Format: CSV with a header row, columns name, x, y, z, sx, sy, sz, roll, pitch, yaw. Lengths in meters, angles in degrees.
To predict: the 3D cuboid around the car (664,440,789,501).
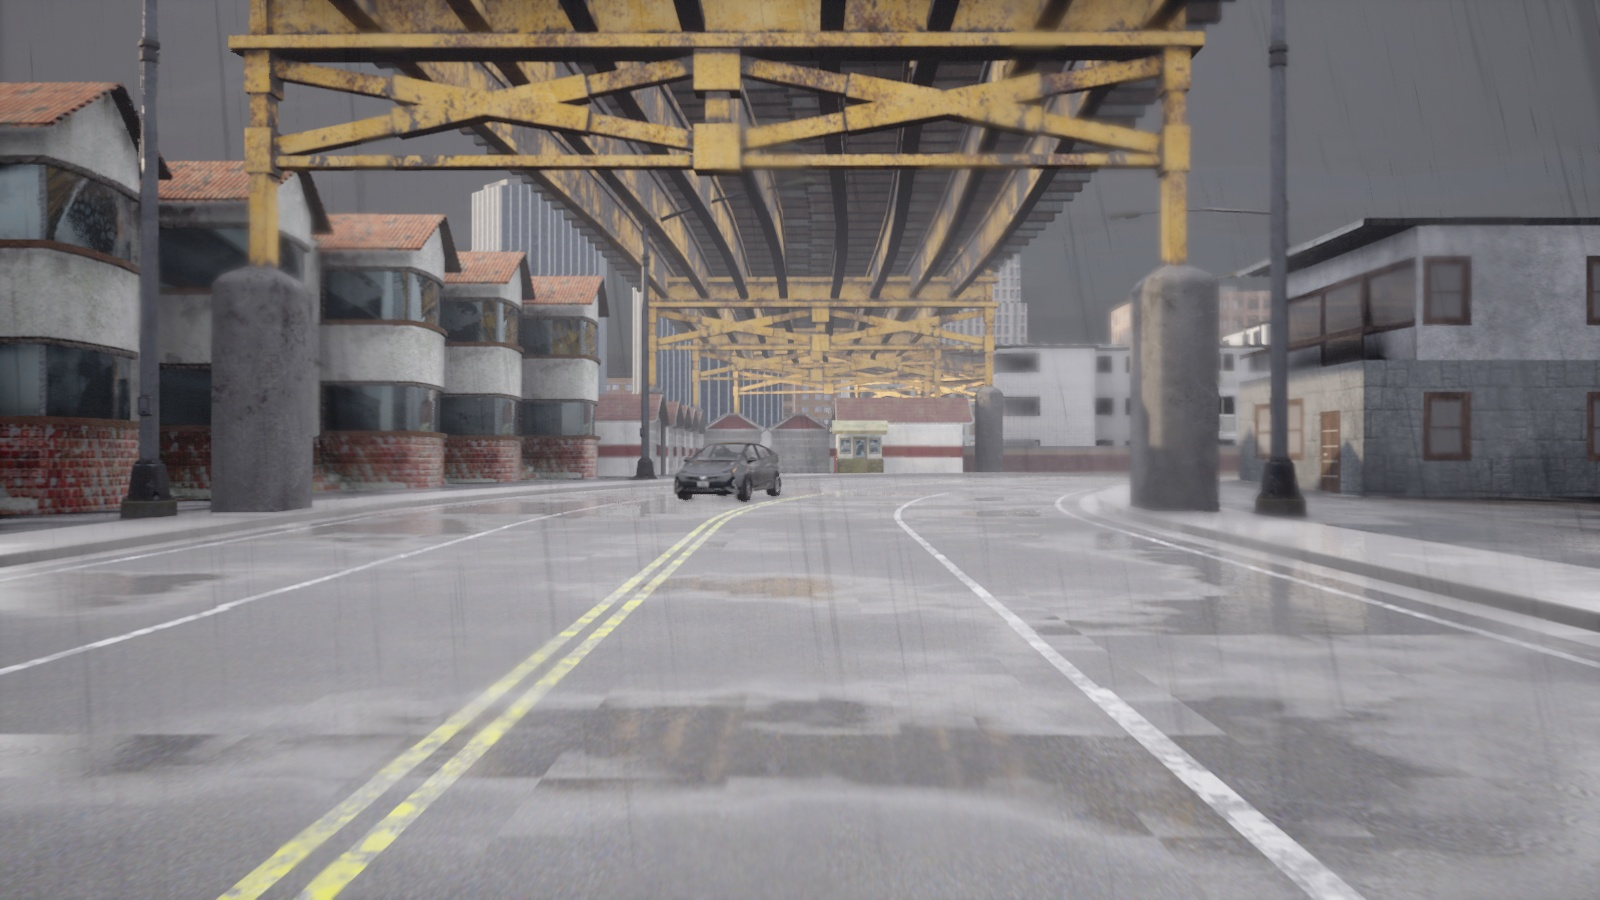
name,x,y,z,sx,sy,sz,roll,pitch,yaw
car,-1.872,0.508,33.802,2.007,1.525,4.514,0,0,15
